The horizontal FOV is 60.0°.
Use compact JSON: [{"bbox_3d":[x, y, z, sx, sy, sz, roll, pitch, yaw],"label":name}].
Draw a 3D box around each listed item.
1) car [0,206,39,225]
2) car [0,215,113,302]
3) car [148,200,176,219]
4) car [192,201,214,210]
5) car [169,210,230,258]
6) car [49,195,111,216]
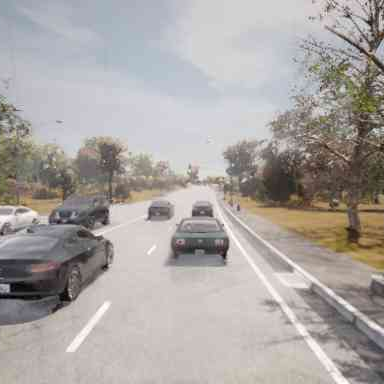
[{"bbox_3d":[-10.215,1.502,18.447,1.812,1.442,4.674,0,0,2],"label":"car"},{"bbox_3d":[-3.293,1.516,8.117,1.812,1.442,4.674,0,0,1],"label":"car"},{"bbox_3d":[-2.588,1.476,28.574,1.837,1.490,4.892,0,0,3],"label":"car"},{"bbox_3d":[0.932,1.498,29.243,1.812,1.442,4.674,0,0,2],"label":"car"},{"bbox_3d":[0.308,1.589,12.618,1.895,1.301,4.718,0,0,1],"label":"car"},{"bbox_3d":[-6.647,1.198,20.351,2.150,2.045,5.566,0,0,2],"label":"car"}]
